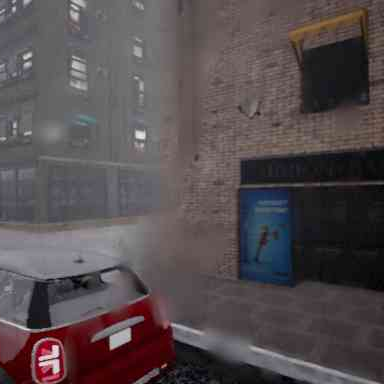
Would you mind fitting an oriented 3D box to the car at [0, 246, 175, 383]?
[{"bbox_3d":[-2.275,1.450,4.359,4.097,1.590,1.967,0,-1,36],"label":"car"}]
